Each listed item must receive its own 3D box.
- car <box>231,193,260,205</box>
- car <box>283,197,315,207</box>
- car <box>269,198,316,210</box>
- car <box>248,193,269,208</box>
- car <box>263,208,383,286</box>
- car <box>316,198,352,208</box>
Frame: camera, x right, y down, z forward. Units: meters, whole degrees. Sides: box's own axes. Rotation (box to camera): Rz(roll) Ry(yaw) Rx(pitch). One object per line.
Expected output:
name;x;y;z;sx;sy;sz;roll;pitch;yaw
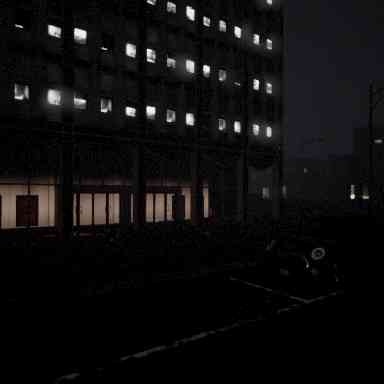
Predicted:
car;9.232;1.169;57.629;2.192;1.841;5.009;1;0;-35
car;15.524;1.481;48.519;1.802;1.307;4.206;1;0;-35
car;11.777;1.427;39.201;2.008;1.369;4.403;1;0;-35
car;8.631;1.168;43.757;2.192;1.841;5.009;1;0;-35
car;3.888;1.441;9.330;4.097;1.590;1.967;0;0;-36
car;18.576;1.447;44.103;1.752;1.417;4.829;1;0;-35
